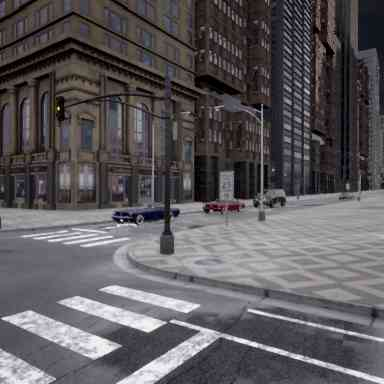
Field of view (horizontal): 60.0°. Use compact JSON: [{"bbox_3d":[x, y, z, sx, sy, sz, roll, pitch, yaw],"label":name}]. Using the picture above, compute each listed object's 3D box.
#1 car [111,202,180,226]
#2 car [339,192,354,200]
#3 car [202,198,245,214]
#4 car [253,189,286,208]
[{"bbox_3d":[-2.908,1.350,21.583,1.895,1.301,4.718,0,1,36],"label":"car"},{"bbox_3d":[27.091,0.682,58.143,2.033,1.411,5.357,0,1,33],"label":"car"},{"bbox_3d":[2.895,1.217,29.716,1.895,1.301,4.718,0,1,35],"label":"car"},{"bbox_3d":[9.035,0.696,38.323,2.150,2.045,5.566,0,1,36],"label":"car"}]
